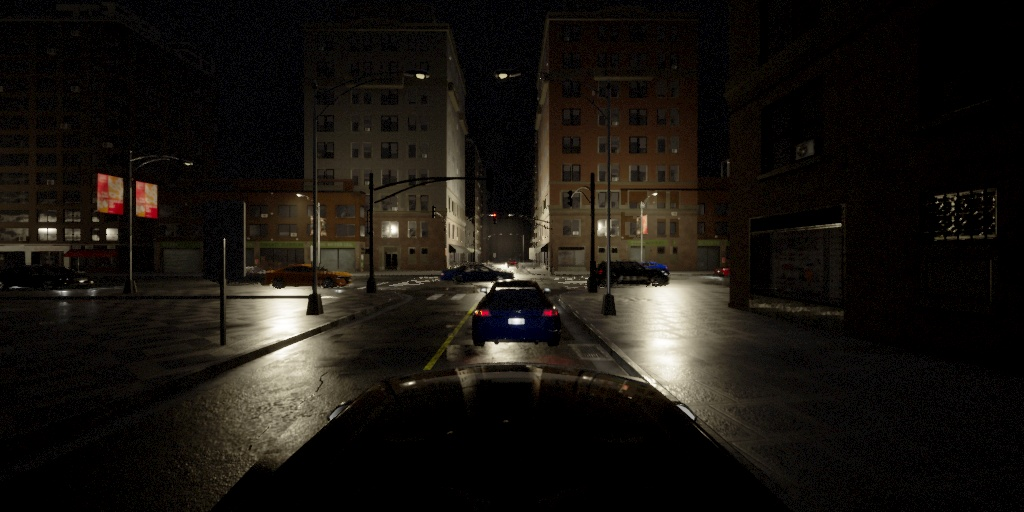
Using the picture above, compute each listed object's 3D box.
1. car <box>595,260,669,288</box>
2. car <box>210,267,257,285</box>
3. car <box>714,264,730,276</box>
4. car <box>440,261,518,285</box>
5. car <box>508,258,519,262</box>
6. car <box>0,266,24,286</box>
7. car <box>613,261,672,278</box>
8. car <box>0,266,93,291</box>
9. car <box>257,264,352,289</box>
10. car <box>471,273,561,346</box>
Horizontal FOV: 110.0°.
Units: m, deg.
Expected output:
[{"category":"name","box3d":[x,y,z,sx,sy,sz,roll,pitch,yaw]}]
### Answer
[{"category":"car","box3d":[7.472,1.061,22.781,4.553,1.767,2.097,0,0,0]},{"category":"car","box3d":[-18.822,1.416,25.901,4.718,1.301,1.895,0,0,0]},{"category":"car","box3d":[20.896,1.225,32.793,4.181,1.385,1.994,0,0,0]},{"category":"car","box3d":[-2.469,1.298,25.982,5.357,1.411,2.033,0,0,0]},{"category":"car","box3d":[0.111,1.277,63.146,2.128,1.511,4.902,0,0,0]},{"category":"car","box3d":[-38.623,1.446,25.821,4.181,1.385,1.994,0,0,0]},{"category":"car","box3d":[11.856,1.218,32.753,4.674,1.442,1.812,0,0,0]},{"category":"car","box3d":[-29.576,1.360,22.602,4.892,1.490,1.837,0,0,0]},{"category":"car","box3d":[-12.777,1.269,22.684,5.008,1.535,1.882,0,0,0]},{"category":"car","box3d":[0.096,1.314,9.387,1.994,1.385,4.181,0,0,0]}]
